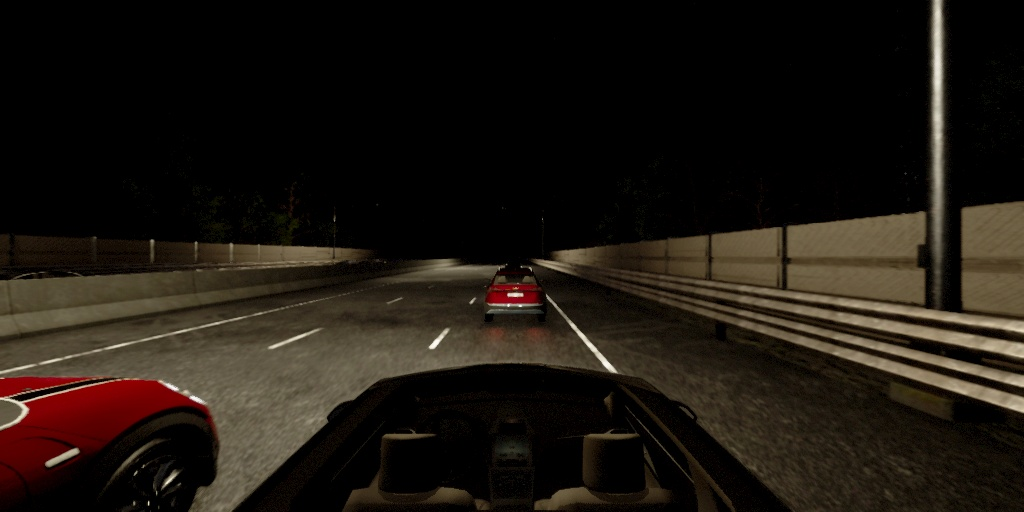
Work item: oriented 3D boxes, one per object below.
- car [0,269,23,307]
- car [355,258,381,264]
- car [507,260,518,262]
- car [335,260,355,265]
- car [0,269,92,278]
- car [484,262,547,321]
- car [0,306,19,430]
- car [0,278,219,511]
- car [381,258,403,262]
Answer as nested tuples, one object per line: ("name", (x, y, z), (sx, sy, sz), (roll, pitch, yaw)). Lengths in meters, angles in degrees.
("car", (-21.088, 1.278, 12.462), (1.812, 1.442, 4.674), (0, 0, 0))
("car", (-21.004, 1.017, 53.738), (2.033, 1.411, 5.357), (0, 0, 0))
("car", (0.096, 1.262, 42.916), (1.837, 1.490, 4.892), (0, 0, 0))
("car", (-24.505, 1.306, 53.615), (2.033, 1.411, 5.357), (0, 0, 0))
("car", (-17.601, 1.257, 12.793), (1.837, 1.490, 4.892), (0, 0, 0))
("car", (0.099, 1.182, 12.531), (2.033, 1.649, 4.856), (0, 0, 0))
("car", (-6.900, 1.298, 1.595), (2.033, 1.411, 5.357), (0, 0, 0))
("car", (-3.399, 1.102, 0.976), (2.097, 1.767, 4.553), (0, 0, 0))
("car", (-17.504, 1.009, 53.709), (1.895, 1.301, 4.718), (0, 0, 0))
